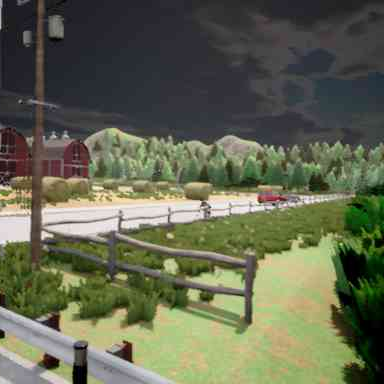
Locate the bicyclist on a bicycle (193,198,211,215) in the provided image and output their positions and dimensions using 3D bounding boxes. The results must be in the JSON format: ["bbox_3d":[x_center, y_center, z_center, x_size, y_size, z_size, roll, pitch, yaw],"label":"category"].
[{"bbox_3d":[0.783,1.252,23.264,1.656,1.620,0.582,3,2,32],"label":"bicyclist on a bicycle"}]

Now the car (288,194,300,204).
[{"bbox_3d":[16.153,1.036,54.014,2.128,1.511,4.902,3,2,32],"label":"car"}]

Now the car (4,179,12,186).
[{"bbox_3d":[-44.580,-2.268,81.692,1.905,1.878,3.866,8,2,-14],"label":"car"}]

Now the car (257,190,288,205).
[{"bbox_3d":[10.740,0.795,45.377,2.150,2.045,5.566,3,2,33],"label":"car"}]
